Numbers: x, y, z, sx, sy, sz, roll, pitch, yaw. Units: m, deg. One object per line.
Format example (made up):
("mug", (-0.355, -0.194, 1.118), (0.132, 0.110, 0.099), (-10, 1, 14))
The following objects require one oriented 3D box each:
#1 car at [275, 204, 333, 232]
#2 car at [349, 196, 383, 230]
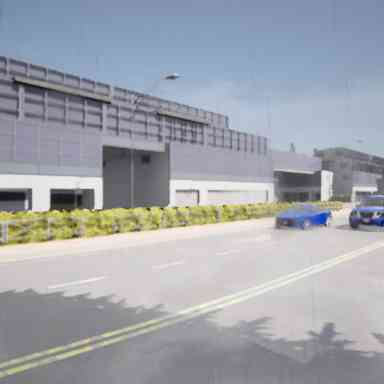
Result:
("car", (7.108, 1.521, 20.941), (1.882, 1.535, 5.008), (0, -1, 45))
("car", (11.665, 1.254, 20.557), (2.150, 2.045, 5.566), (0, 0, 45))
